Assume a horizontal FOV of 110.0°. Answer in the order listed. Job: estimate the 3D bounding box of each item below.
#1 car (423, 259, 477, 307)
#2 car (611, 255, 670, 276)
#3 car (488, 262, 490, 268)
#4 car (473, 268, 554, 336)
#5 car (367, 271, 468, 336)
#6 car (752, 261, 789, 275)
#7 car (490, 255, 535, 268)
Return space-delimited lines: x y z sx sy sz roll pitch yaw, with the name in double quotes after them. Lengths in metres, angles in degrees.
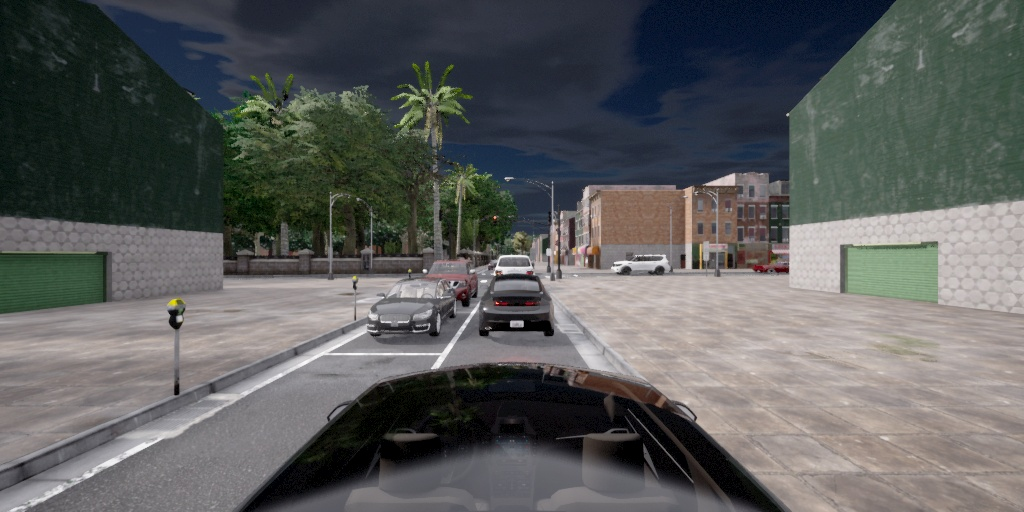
-2.621 1.069 15.673 2.192 1.841 5.009 0 0 0 "car"
12.899 0.903 36.024 5.566 2.045 2.150 0 0 0 "car"
-2.574 1.295 53.819 1.967 1.591 4.097 0 0 0 "car"
0.109 1.256 10.336 1.837 1.490 4.892 0 0 0 "car"
-2.628 1.301 10.210 2.007 1.370 4.403 0 0 0 "car"
26.982 1.198 36.023 4.718 1.301 1.895 0 0 0 "car"
0.122 0.981 20.430 2.150 2.045 5.566 0 0 0 "car"
